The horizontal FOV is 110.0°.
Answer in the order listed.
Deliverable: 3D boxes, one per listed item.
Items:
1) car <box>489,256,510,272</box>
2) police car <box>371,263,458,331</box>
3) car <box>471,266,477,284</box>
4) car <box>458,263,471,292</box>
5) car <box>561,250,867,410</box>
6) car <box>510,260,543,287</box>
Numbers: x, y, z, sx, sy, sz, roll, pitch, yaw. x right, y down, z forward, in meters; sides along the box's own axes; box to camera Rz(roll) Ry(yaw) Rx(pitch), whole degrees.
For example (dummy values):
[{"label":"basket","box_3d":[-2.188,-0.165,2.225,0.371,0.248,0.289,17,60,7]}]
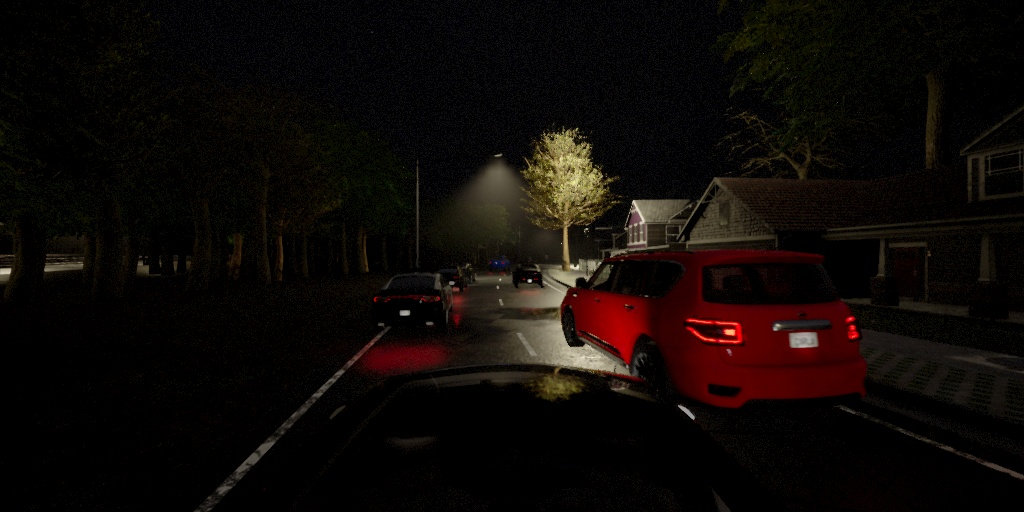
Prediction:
[{"label":"car","box_3d":[-1.540,0.965,47.117,2.150,2.045,5.566,0,0,9]},{"label":"police car","box_3d":[-2.877,1.175,11.252,1.930,1.638,5.238,0,0,-6]},{"label":"car","box_3d":[-3.797,1.254,27.037,1.837,1.490,4.892,0,0,0]},{"label":"car","box_3d":[-3.639,1.275,21.066,1.812,1.442,4.674,0,0,-3]},{"label":"car","box_3d":[2.524,0.965,6.217,2.150,2.045,5.566,0,-1,-8]},{"label":"car","box_3d":[1.009,1.251,24.355,1.837,1.490,4.892,0,0,-2]}]
